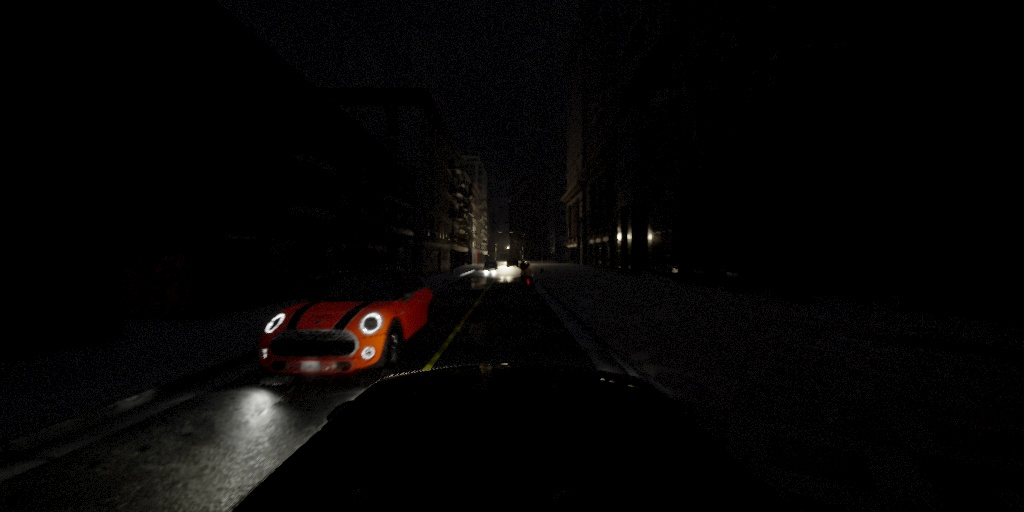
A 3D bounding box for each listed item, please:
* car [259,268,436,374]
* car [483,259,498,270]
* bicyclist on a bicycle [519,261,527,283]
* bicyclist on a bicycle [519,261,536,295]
[{"bbox_3d":[-3.097,1.100,7.758,2.097,1.767,4.553,0,0,0],"label":"car"},{"bbox_3d":[-3.040,1.242,51.914,2.128,1.511,4.902,0,0,0],"label":"car"},{"bbox_3d":[0.837,1.198,27.542,0.582,1.620,1.656,0,0,0],"label":"bicyclist on a bicycle"},{"bbox_3d":[0.840,1.183,18.851,0.866,1.612,1.509,0,0,0],"label":"bicyclist on a bicycle"}]
